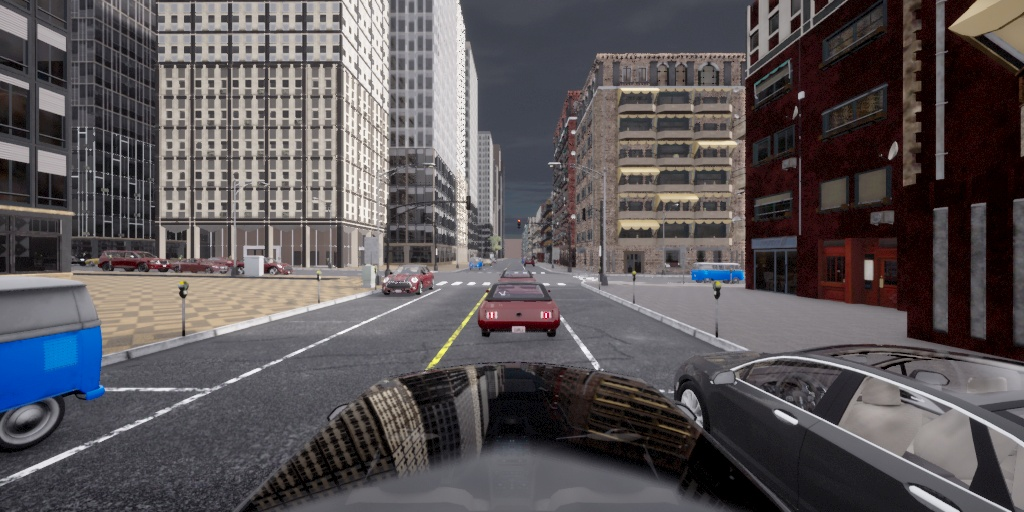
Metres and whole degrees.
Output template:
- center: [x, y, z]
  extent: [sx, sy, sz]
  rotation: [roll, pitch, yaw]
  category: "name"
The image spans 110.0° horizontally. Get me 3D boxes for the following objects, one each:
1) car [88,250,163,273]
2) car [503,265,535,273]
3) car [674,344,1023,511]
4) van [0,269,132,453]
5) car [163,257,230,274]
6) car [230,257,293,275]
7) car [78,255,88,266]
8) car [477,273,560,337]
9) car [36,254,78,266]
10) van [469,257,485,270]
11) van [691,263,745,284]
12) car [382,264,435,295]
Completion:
- center: [-32.036, 0.482, 30.463]
  extent: [5.009, 1.841, 2.192]
  rotation: [0, 0, 0]
  category: "car"
- center: [0.247, 1.352, 19.396]
  extent: [1.895, 1.301, 4.718]
  rotation: [0, 0, 0]
  category: "car"
- center: [2.695, 1.300, 2.455]
  extent: [2.007, 1.370, 4.403]
  rotation: [0, 0, 1]
  category: "car"
- center: [-5.685, 1.091, 2.533]
  extent: [1.690, 1.789, 3.998]
  rotation: [0, 0, 1]
  category: "van"
- center: [-26.462, 0.856, 30.424]
  extent: [4.207, 1.307, 1.802]
  rotation: [0, 0, 0]
  category: "car"
- center: [-20.888, 0.821, 30.386]
  extent: [4.097, 1.591, 1.967]
  rotation: [0, 0, 0]
  category: "car"
- center: [-43.364, 0.465, 38.922]
  extent: [4.829, 1.417, 1.751]
  rotation: [0, 0, 0]
  category: "car"
- center: [0.176, 1.351, 10.226]
  extent: [1.895, 1.301, 4.718]
  rotation: [0, 0, 1]
  category: "car"
- center: [-48.770, 0.398, 38.959]
  extent: [4.313, 1.339, 1.948]
  rotation: [0, 0, 0]
  category: "car"
- center: [-5.233, 1.103, 51.950]
  extent: [1.690, 1.789, 3.998]
  rotation: [0, 0, 1]
  category: "van"
- center: [17.169, 1.456, 29.987]
  extent: [3.998, 1.789, 1.690]
  rotation: [0, 0, 0]
  category: "van"
- center: [-5.531, 1.191, 19.478]
  extent: [1.967, 1.591, 4.097]
  rotation: [0, 0, 1]
  category: "car"
